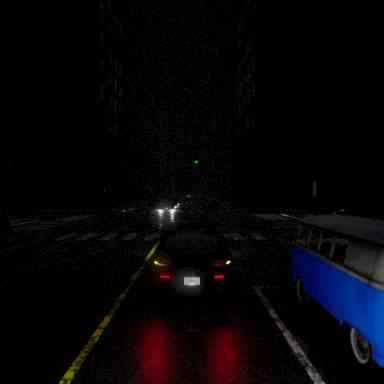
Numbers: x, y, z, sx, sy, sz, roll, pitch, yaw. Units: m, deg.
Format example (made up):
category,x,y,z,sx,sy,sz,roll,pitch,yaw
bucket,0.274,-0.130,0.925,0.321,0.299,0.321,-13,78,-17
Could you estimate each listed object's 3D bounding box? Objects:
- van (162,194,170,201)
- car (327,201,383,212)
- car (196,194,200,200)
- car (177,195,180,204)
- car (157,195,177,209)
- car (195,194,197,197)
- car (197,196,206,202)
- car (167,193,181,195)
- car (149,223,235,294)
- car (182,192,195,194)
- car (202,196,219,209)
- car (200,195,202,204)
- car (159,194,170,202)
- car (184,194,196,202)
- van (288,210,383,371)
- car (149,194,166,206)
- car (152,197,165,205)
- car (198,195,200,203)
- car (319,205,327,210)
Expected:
category,x,y,z,sx,sy,sz,roll,pitch,yaw
van,-6.387,1.325,83.168,1.690,1.788,3.998,0,0,-1
car,14.609,1.526,28.798,4.674,1.442,1.812,0,0,-3
car,2.359,1.541,66.708,1.887,1.381,4.507,0,0,-1
car,-3.424,1.566,54.875,1.994,1.385,4.181,0,0,-1
car,-3.308,1.509,45.015,1.837,1.490,4.892,0,0,-2
car,2.285,1.543,72.233,2.008,1.369,4.403,0,0,-1
car,2.210,1.570,77.758,1.802,1.307,4.206,0,0,-1
car,-3.525,1.523,65.442,1.812,1.442,4.674,0,0,0
car,0.008,1.528,8.639,1.812,1.442,4.674,0,0,0
car,-0.733,1.102,84.163,2.150,2.045,5.566,0,0,-1
car,2.656,1.529,44.776,1.752,1.417,4.829,0,0,-1
car,2.583,1.443,50.131,1.967,1.590,4.097,0,0,-1
car,-6.315,1.303,77.644,2.192,1.841,5.009,0,0,-1
car,-0.599,1.584,74.162,1.895,1.301,4.718,0,0,-1
van,2.856,1.342,5.417,1.690,1.788,3.998,0,0,0
car,-6.017,1.317,55.542,2.192,1.841,5.009,0,0,-1
car,-6.091,1.550,61.068,2.008,1.369,4.403,0,0,-1
car,2.508,1.552,55.657,2.008,1.369,4.403,0,0,-1
car,14.425,1.593,32.050,4.718,1.301,1.895,0,0,2
